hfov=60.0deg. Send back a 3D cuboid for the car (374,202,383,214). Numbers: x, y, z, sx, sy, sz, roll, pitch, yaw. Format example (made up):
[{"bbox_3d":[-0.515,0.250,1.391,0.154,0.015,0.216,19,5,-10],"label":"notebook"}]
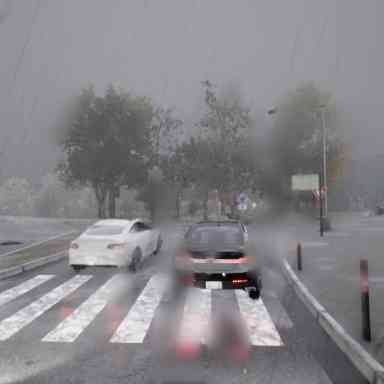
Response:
[{"bbox_3d":[24.636,2.041,42.581,2.128,1.511,4.902,-2,-2,23],"label":"car"}]

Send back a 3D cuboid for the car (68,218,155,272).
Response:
[{"bbox_3d":[-2.286,1.557,10.793,1.812,1.442,4.674,-1,0,7],"label":"car"}]

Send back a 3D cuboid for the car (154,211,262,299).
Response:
[{"bbox_3d":[0.675,1.484,8.497,2.128,1.511,4.902,-1,0,7],"label":"car"}]

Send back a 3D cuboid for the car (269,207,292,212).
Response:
[{"bbox_3d":[19.129,3.995,72.498,4.718,1.301,1.895,-3,-5,37],"label":"car"}]
